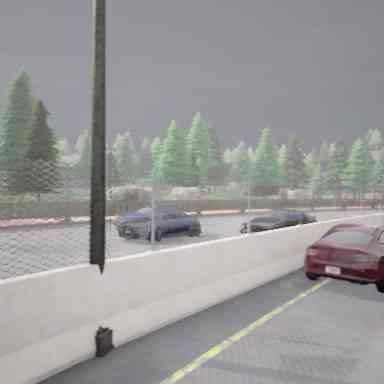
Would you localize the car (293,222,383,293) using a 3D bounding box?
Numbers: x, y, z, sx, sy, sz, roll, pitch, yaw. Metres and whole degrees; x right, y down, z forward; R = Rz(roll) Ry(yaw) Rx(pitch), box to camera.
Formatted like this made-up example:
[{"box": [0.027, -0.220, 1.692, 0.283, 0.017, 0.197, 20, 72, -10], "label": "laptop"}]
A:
[{"box": [4.636, 1.574, 9.051, 1.812, 1.442, 4.674, 0, 0, 42], "label": "car"}]

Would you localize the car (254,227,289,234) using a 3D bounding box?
[{"box": [4.737, 1.609, 17.541, 2.033, 1.411, 5.357, 0, 0, 45], "label": "car"}]
